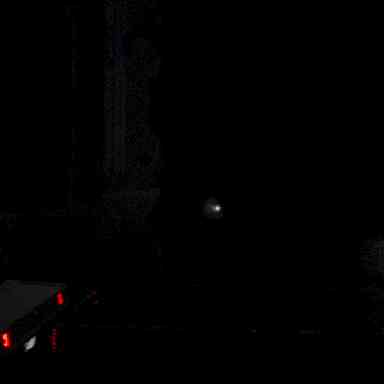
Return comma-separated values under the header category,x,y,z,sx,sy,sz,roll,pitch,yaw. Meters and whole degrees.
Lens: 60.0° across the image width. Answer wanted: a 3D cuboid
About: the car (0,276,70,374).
category,x,y,z,sx,sy,sz,roll,pitch,yaw
car,-4.177,1.517,4.111,4.718,1.301,1.895,1,0,1
